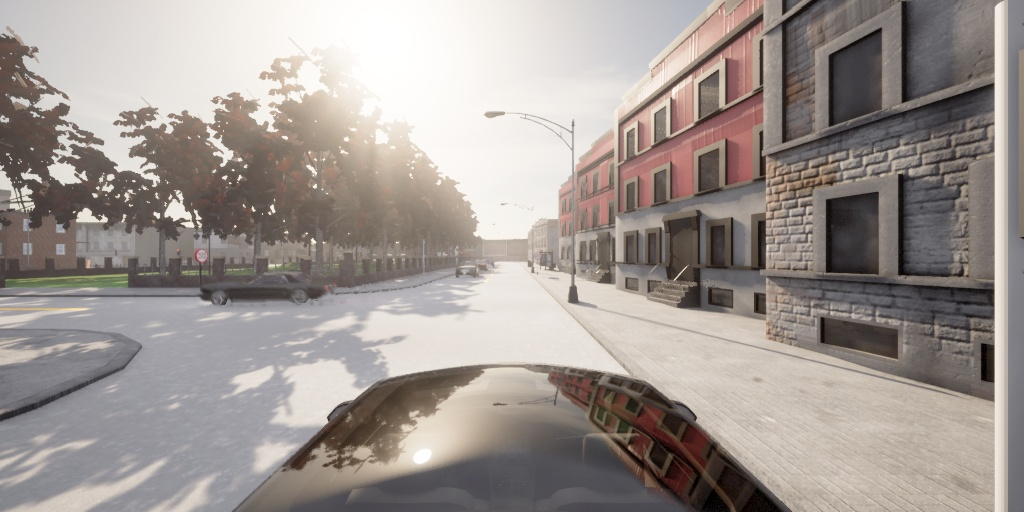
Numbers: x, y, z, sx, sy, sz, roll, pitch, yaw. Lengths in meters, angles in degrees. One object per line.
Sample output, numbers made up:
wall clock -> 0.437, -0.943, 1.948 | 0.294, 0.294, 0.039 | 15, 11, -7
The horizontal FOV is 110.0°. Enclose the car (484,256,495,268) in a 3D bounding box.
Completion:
car -> -4.161, 0.988, 63.234 | 2.150, 2.045, 5.566 | 0, 0, 0

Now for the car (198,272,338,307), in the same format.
car -> -10.100, 1.351, 15.133 | 4.718, 1.301, 1.895 | 0, 0, -10

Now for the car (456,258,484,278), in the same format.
car -> -4.185, 1.241, 34.203 | 2.128, 1.511, 4.902 | 0, 0, 0

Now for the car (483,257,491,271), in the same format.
car -> -4.213, 1.228, 47.797 | 1.882, 1.535, 5.008 | 0, 0, 0
